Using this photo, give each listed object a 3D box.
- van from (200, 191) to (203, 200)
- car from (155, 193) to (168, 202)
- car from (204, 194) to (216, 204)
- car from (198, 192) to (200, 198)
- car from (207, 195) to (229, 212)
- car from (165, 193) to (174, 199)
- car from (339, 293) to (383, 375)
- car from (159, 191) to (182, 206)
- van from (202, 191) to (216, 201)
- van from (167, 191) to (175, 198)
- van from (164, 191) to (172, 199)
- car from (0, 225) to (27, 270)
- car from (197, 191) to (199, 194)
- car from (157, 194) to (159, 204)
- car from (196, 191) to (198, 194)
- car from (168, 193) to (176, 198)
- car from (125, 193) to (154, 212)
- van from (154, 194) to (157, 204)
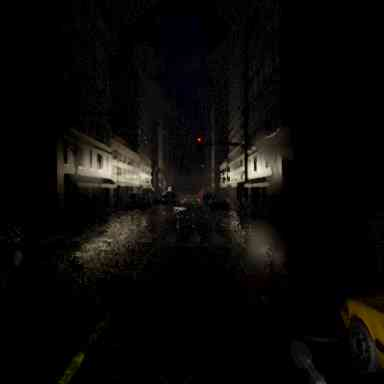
[{"bbox_3d":[2.859,0.902,62.319,1.690,1.788,3.998,0,0,0],"label":"van"},{"bbox_3d":[-5.666,1.001,62.321,1.967,1.590,4.097,0,0,0],"label":"car"},{"bbox_3d":[2.859,1.279,40.316,1.947,1.339,4.313,0,0,0],"label":"car"},{"bbox_3d":[2.860,1.066,73.324,1.802,1.307,4.206,0,0,0],"label":"car"},{"bbox_3d":[2.858,1.296,34.814,1.887,1.381,4.507,0,0,0],"label":"car"},{"bbox_3d":[-5.665,0.960,84.326,2.008,1.369,4.403,0,0,0],"label":"car"},{"bbox_3d":[2.857,1.505,2.686,1.752,1.417,4.829,0,0,0],"label":"car"},{"bbox_3d":[-2.997,0.990,47.377,2.150,2.045,5.566,0,2,0],"label":"car"},{"bbox_3d":[2.858,0.978,51.317,1.690,1.788,3.998,0,0,0],"label":"van"},{"bbox_3d":[-5.665,0.713,89.826,1.690,1.788,3.998,0,0,0],"label":"van"},{"bbox_3d":[-5.666,0.788,78.824,1.690,1.788,3.998,0,0,0],"label":"van"},{"bbox_3d":[-5.668,1.491,8.042,2.008,1.369,4.403,0,0,0],"label":"car"},{"bbox_3d":[2.861,0.991,84.325,1.802,1.307,4.206,0,0,0],"label":"car"},{"bbox_3d":[-5.667,1.077,51.318,1.967,1.590,4.097,0,0,0],"label":"car"},{"bbox_3d":[2.860,0.687,89.825,2.192,1.841,5.009,0,0,0],"label":"car"},{"bbox_3d":[-5.664,0.901,95.329,1.947,1.339,4.313,0,0,0],"label":"car"},{"bbox_3d":[-5.668,1.066,34.814,2.192,1.841,5.009,0,0,0],"label":"car"},{"bbox_3d":[-5.668,1.055,40.315,1.690,1.788,3.998,0,0,0],"label":"van"}]
